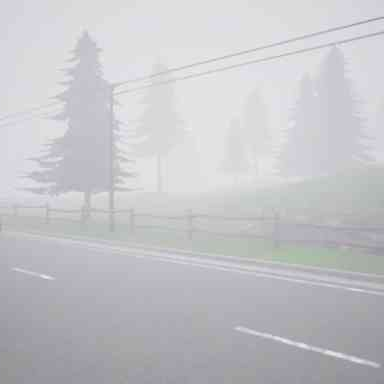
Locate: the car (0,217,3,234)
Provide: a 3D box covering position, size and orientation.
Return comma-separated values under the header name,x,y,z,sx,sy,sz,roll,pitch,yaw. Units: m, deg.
name,x,y,z,sx,sy,sz,roll,pitch,yaw
car,-11.252,1.459,16.315,5.008,1.535,1.882,0,0,36
